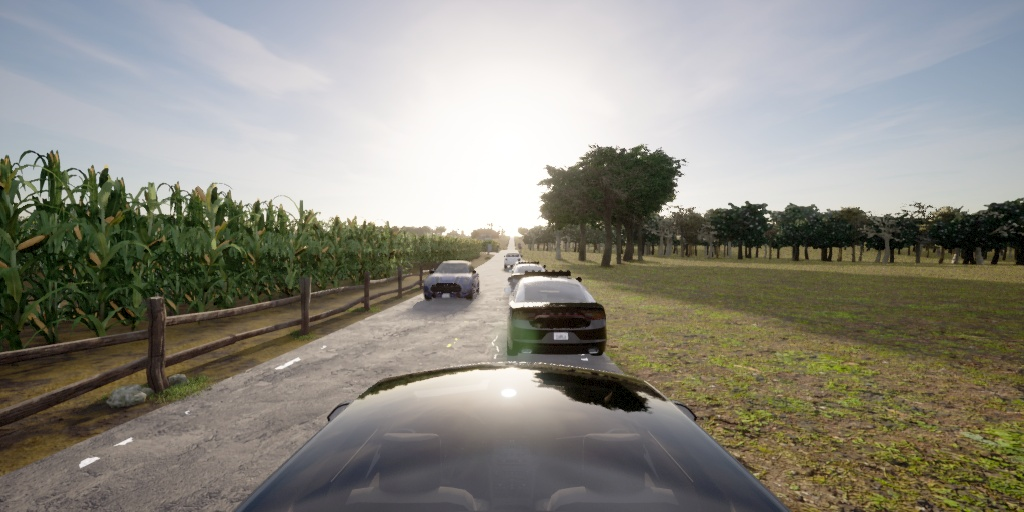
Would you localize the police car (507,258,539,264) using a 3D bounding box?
[{"bbox_3d":[0.866,1.090,18.716,1.930,1.638,5.238,0,0,0],"label":"police car"}]

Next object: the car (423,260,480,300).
[{"bbox_3d":[-2.712,1.032,16.979,2.097,1.767,4.553,0,1,0],"label":"car"}]

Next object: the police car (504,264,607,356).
[{"bbox_3d":[0.843,1.154,8.715,1.930,1.638,5.238,0,0,0],"label":"police car"}]

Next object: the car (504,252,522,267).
[{"bbox_3d":[0.131,0.527,46.114,2.150,2.045,5.566,0,1,1],"label":"car"}]
